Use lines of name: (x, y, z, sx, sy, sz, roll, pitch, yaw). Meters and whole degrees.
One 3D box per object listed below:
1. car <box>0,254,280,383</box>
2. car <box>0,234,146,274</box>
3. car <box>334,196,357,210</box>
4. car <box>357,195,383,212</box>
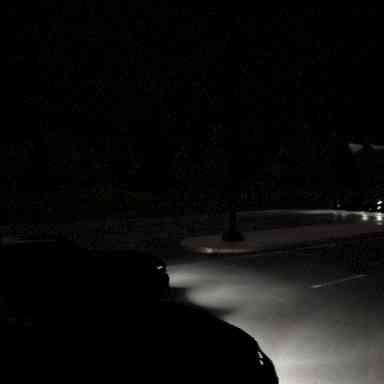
car: (-1.250, 1.552, 2.641, 4.181, 1.385, 1.994, 0, 0, -35)
car: (-2.642, 1.498, 5.937, 4.674, 1.442, 1.812, 0, 0, -34)
car: (17.622, 1.184, 36.447, 4.902, 1.511, 2.128, 0, 0, -31)
car: (19.096, 1.057, 33.251, 4.553, 1.767, 2.097, -1, 0, -31)
